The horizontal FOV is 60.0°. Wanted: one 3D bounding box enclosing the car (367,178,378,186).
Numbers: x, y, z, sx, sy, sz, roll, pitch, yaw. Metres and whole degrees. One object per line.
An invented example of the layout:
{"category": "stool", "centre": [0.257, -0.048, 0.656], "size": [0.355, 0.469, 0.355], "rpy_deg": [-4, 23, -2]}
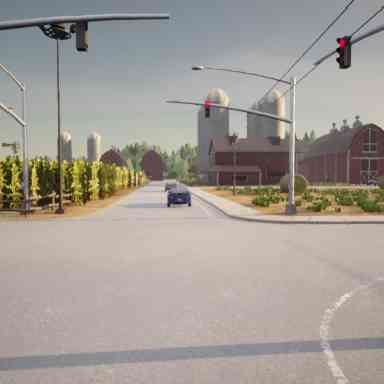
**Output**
{"category": "car", "centre": [42.334, -2.370, 77.599], "size": [1.905, 1.878, 3.866], "rpy_deg": [10, 10, 41]}

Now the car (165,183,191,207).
{"category": "car", "centre": [-1.125, 0.332, 27.659], "size": [1.882, 1.535, 5.008], "rpy_deg": [0, 3, -5]}

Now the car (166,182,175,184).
{"category": "car", "centre": [-3.365, -0.839, 52.889], "size": [2.128, 1.511, 4.902], "rpy_deg": [0, 3, -5]}
